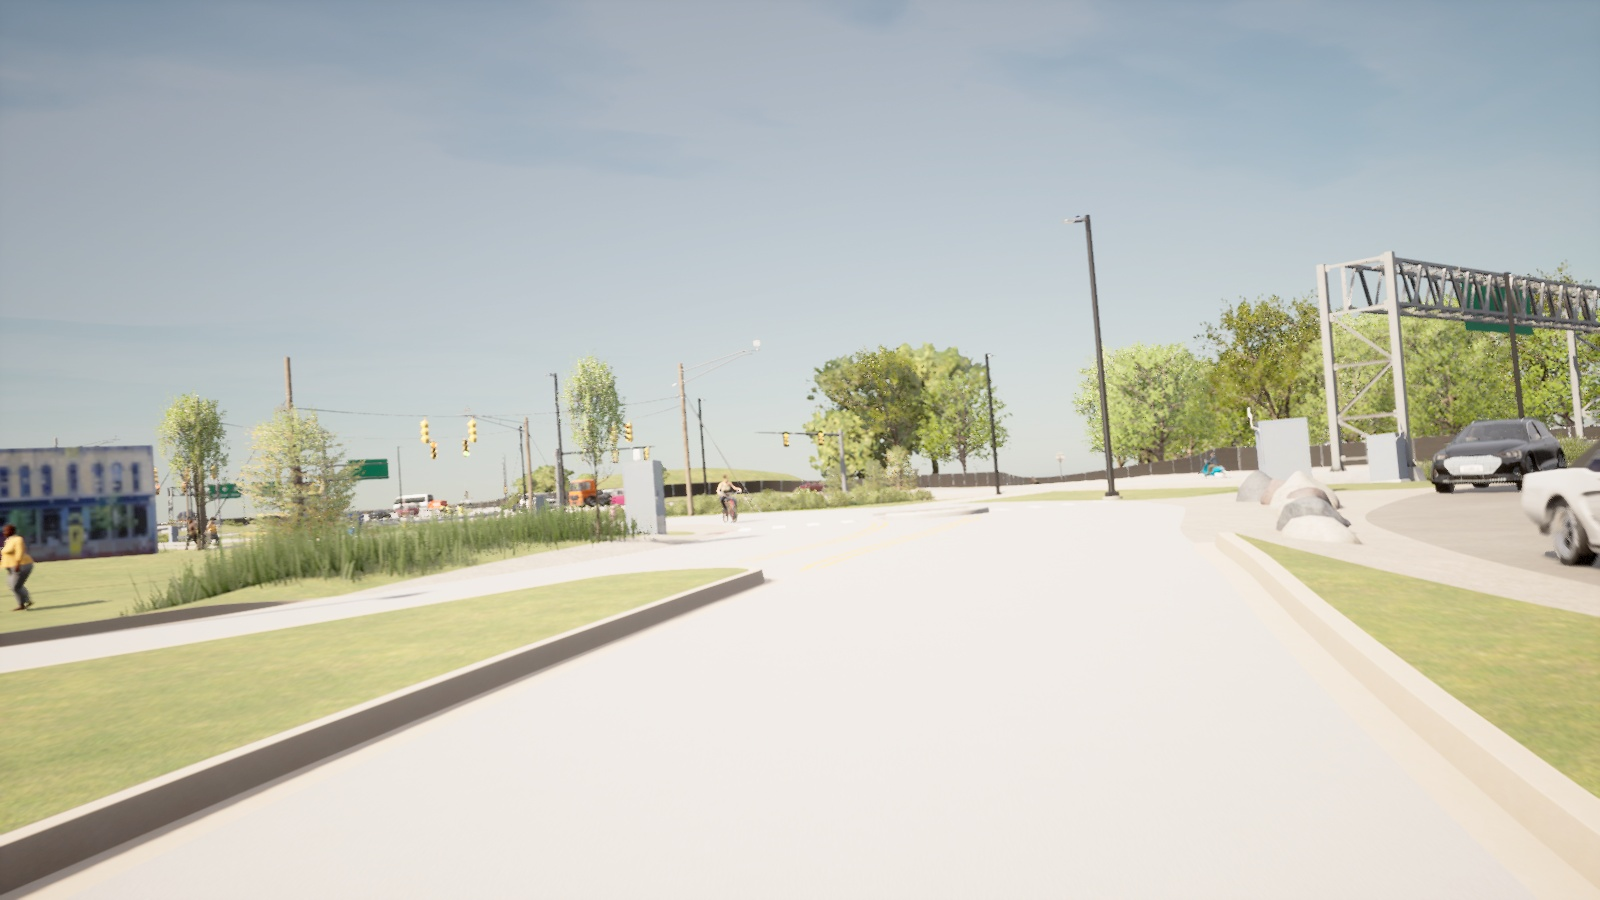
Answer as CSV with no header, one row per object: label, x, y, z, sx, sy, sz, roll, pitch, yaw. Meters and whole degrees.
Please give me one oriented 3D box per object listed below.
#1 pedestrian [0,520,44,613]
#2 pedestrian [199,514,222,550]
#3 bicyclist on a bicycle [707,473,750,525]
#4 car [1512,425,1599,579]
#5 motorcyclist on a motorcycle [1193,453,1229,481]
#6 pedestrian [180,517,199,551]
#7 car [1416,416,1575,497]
pedestrian,-16.423,2.426,26.179,0.900,1.855,0.874,-2,-4,-45
pedestrian,-32.494,4.515,69.222,0.900,1.855,0.874,-2,-3,-34
bicyclist on a bicycle,-2.330,1.594,40.670,0.866,1.612,1.509,-4,-1,-20
car,7.565,0.384,9.872,1.895,1.301,4.718,-3,-1,10
motorcyclist on a motorcycle,25.184,1.065,77.033,0.866,1.590,1.817,-2,-2,-40
pedestrian,-33.512,4.615,68.923,0.328,1.805,0.869,-6,-3,24
car,15.881,0.132,28.558,2.033,1.649,4.856,-4,-2,42
